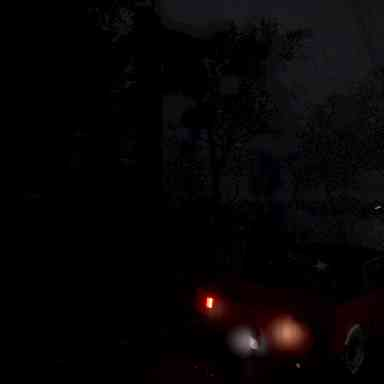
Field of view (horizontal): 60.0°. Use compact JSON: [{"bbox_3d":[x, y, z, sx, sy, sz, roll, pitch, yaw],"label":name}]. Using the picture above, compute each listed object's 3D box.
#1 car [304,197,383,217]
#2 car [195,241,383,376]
[{"bbox_3d":[11.331,1.090,25.037,5.357,1.411,2.033,0,1,38],"label":"car"},{"bbox_3d":[2.405,1.501,5.483,4.718,1.301,1.895,-1,1,-40],"label":"car"}]
